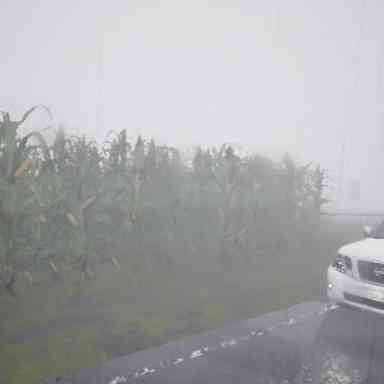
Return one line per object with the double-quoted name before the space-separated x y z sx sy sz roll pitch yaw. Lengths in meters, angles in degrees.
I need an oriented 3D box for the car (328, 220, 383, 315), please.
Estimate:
"car" 5.132 1.331 6.846 5.566 2.045 2.150 2 -1 -36
